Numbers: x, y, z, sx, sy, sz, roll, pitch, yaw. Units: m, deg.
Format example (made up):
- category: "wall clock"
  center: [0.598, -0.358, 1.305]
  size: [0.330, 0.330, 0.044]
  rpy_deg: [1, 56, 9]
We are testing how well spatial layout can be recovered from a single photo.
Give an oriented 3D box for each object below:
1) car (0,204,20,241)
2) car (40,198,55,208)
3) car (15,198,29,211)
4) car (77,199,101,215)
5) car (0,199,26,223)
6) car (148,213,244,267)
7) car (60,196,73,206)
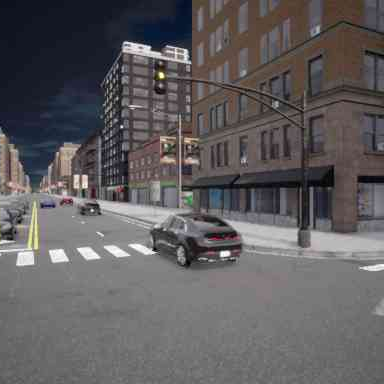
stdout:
- category: "car"
  center: [-9.773, 1.539, 16.475]
  size: [1.812, 1.442, 4.674]
  rpy_deg: [0, 0, -25]
- category: "car"
  center: [-21.302, 1.582, 49.122]
  size: [1.994, 1.385, 4.181]
  rpy_deg: [0, 0, -25]
- category: "car"
  center: [-17.949, 1.523, 33.919]
  size: [1.837, 1.490, 4.892]
  rpy_deg: [0, 0, -25]
- category: "car"
  center: [-10.545, 1.516, 33.877]
  size: [1.837, 1.490, 4.892]
  rpy_deg: [0, 0, -25]
- category: "car"
  center: [-13.704, 1.521, 24.851]
  size: [1.837, 1.490, 4.892]
  rpy_deg: [0, 0, -25]
- category: "car"
  center: [-0.093, 1.509, 11.637]
  size: [1.837, 1.490, 4.892]
  rpy_deg: [0, 0, -25]
- category: "car"
  center: [-21.507, 1.495, 56.957]
  size: [1.882, 1.535, 5.008]
  rpy_deg: [0, 0, -25]
